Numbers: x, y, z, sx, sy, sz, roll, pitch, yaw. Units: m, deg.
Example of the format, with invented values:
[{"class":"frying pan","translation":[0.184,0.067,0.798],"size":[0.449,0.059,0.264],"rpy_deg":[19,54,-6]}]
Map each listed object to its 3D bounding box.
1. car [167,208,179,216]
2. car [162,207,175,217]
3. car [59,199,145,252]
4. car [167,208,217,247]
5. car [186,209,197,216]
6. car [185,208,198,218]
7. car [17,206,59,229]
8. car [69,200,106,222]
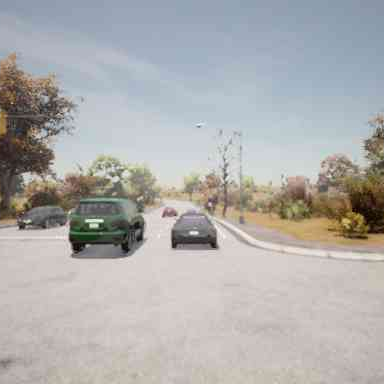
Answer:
[{"class":"car","translation":[-3.583,3.820,63.255],"size":[1.882,1.535,5.008],"rpy_deg":[0,-3,0]},{"class":"car","translation":[-3.570,3.132,53.220],"size":[2.097,1.767,4.553],"rpy_deg":[0,-3,0]},{"class":"car","translation":[-3.419,1.297,14.270],"size":[2.150,2.045,5.566],"rpy_deg":[0,-1,0]},{"class":"car","translation":[0.079,1.656,15.450],"size":[1.994,1.385,4.181],"rpy_deg":[0,-1,0]},{"class":"car","translation":[-0.083,3.907,63.255],"size":[1.994,1.385,4.181],"rpy_deg":[0,-3,0]},{"class":"car","translation":[-0.069,3.306,52.828],"size":[2.033,1.411,5.357],"rpy_deg":[0,-3,0]},{"class":"car","translation":[-10.619,1.790,23.884],"size":[1.837,1.490,4.892],"rpy_deg":[0,-2,0]},{"class":"car","translation":[-10.635,1.951,34.369],"size":[2.150,2.045,5.566],"rpy_deg":[0,-3,0]}]
